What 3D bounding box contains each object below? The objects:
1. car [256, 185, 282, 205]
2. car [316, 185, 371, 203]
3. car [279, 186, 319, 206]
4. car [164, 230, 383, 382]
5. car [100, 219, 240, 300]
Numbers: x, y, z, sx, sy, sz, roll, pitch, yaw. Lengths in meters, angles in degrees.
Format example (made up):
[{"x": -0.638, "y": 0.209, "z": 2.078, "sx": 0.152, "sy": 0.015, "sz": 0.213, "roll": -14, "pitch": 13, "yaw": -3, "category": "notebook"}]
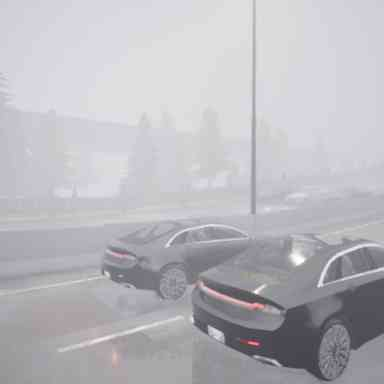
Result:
[{"x": 7.838, "y": 0.214, "z": 31.078, "sx": 5.008, "sy": 1.535, "sz": 1.882, "roll": -7, "pitch": 4, "yaw": -35, "category": "car"}, {"x": 11.897, "y": 0.263, "z": 25.376, "sx": 4.674, "sy": 1.442, "sz": 1.812, "roll": -7, "pitch": 4, "yaw": -35, "category": "car"}, {"x": 9.871, "y": 0.263, "z": 28.229, "sx": 4.674, "sy": 1.442, "sz": 1.812, "roll": -7, "pitch": 4, "yaw": -35, "category": "car"}, {"x": 2.262, "y": 1.423, "z": 5.379, "sx": 4.902, "sy": 1.511, "sz": 2.128, "roll": -2, "pitch": 1, "yaw": -35, "category": "car"}, {"x": 0.236, "y": 1.423, "z": 8.233, "sx": 4.902, "sy": 1.511, "sz": 2.128, "roll": -2, "pitch": 1, "yaw": -35, "category": "car"}]
